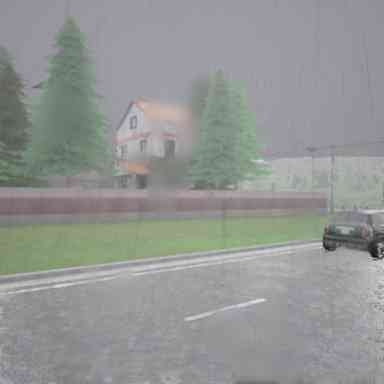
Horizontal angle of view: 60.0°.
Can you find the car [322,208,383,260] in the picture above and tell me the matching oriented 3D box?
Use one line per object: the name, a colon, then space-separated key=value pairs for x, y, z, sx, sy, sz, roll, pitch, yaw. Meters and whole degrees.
car: x=7.329 y=1.500 z=13.385 sx=4.553 sy=1.767 sz=2.097 roll=1 pitch=-1 yaw=-35
